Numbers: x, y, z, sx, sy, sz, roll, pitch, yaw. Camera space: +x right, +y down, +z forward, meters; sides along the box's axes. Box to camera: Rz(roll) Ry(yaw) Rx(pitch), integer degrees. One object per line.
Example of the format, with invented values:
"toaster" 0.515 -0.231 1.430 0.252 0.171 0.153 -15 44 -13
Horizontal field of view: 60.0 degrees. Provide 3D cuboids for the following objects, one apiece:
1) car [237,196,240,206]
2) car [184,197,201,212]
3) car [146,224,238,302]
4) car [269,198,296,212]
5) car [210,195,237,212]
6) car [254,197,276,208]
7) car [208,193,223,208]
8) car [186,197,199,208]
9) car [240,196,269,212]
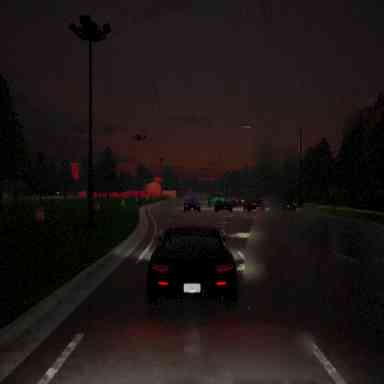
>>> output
"car" 7.023 1.319 48.319 2.097 1.767 4.553 0 0 0
"car" 0.019 1.574 38.381 1.895 1.301 4.718 0 0 0
"car" 0.004 1.520 8.140 1.812 1.442 4.674 0 0 0
"car" 10.519 1.537 38.346 1.994 1.385 4.181 0 0 0
"car" 3.518 1.465 37.933 2.128 1.511 4.902 0 0 0
"car" 10.524 1.514 48.347 2.033 1.411 5.357 0 0 0
"car" 3.524 1.188 48.379 2.150 2.045 5.566 0 0 0
"car" 0.024 1.492 48.393 1.812 1.442 4.674 0 0 0
"car" 7.018 1.479 37.931 1.837 1.490 4.892 0 0 0
